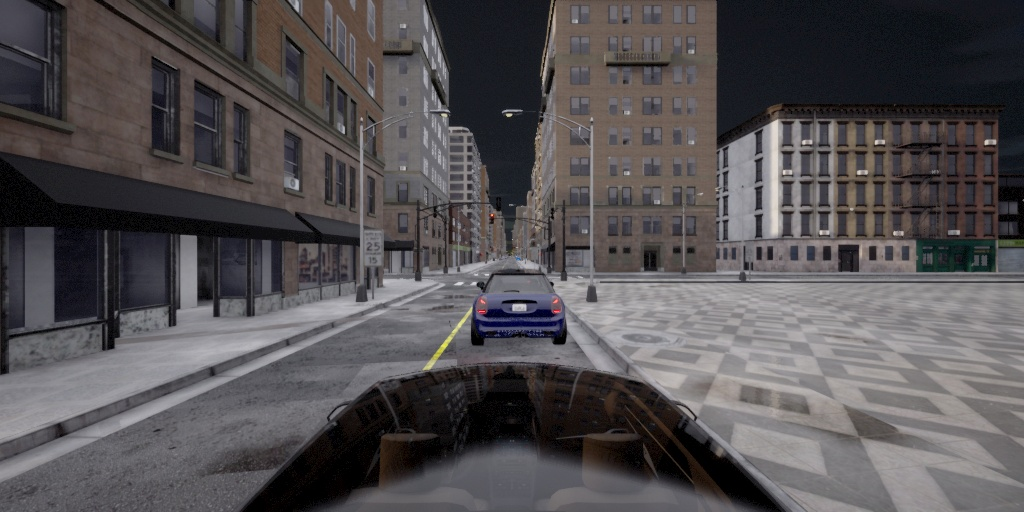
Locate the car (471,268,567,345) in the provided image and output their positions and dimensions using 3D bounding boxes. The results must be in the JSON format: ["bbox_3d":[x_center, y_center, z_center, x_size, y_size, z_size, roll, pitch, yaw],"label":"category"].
[{"bbox_3d":[0.102,1.101,9.640,2.097,1.767,4.553,0,0,-1],"label":"car"}]
